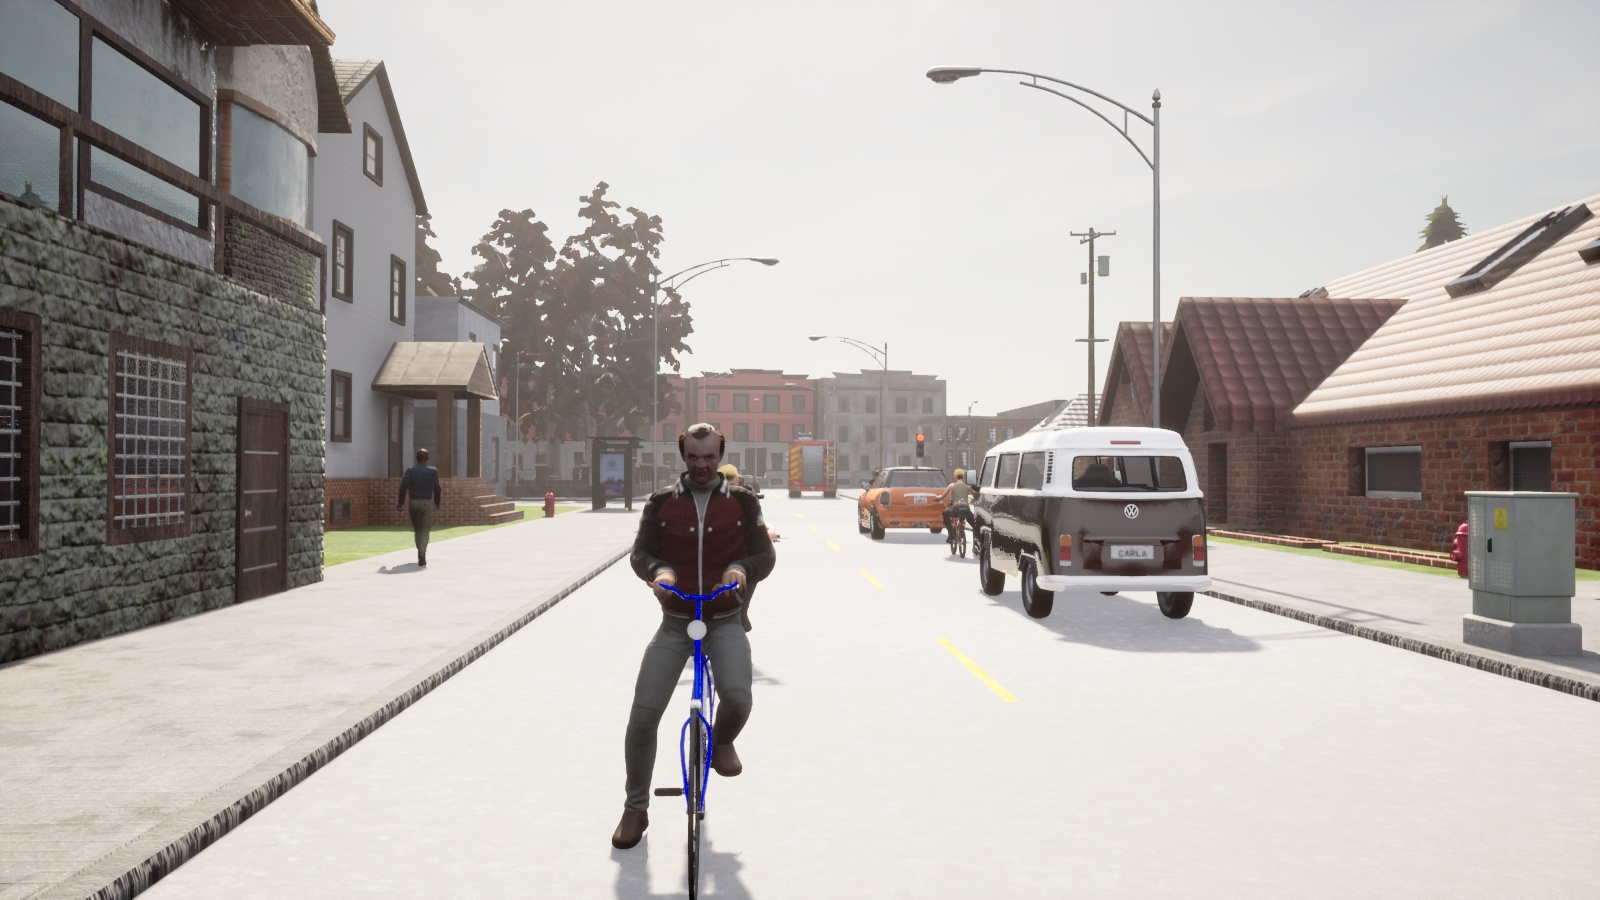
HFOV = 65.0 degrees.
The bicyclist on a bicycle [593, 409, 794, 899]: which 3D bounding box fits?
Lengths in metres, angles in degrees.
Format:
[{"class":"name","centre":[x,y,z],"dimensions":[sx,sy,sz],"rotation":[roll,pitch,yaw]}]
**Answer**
[{"class":"bicyclist on a bicycle","centre":[-0.398,0.772,5.058],"dimensions":[0.659,1.776,1.843],"rotation":[0,-1,-3]}]

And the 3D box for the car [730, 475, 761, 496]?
[{"class":"car","centre":[-3.554,2.286,80.992],"dimensions":[1.895,1.301,4.718],"rotation":[0,-1,-4]}]

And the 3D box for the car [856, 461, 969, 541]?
[{"class":"car","centre":[2.603,1.169,30.248],"dimensions":[2.097,1.767,4.553],"rotation":[0,-1,-3]}]

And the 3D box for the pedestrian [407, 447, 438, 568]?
[{"class":"pedestrian","centre":[-5.821,0.872,19.381],"dimensions":[0.370,1.835,0.726],"rotation":[0,-1,-9]}]

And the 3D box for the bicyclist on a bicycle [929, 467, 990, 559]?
[{"class":"bicyclist on a bicycle","centre":[2.899,1.124,22.953],"dimensions":[0.866,1.612,1.509],"rotation":[0,-1,-2]}]

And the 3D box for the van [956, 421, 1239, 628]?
[{"class":"van","centre":[3.239,0.772,14.712],"dimensions":[2.069,2.038,4.480],"rotation":[0,-1,-2]}]

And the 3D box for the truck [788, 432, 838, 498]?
[{"class":"truck","centre":[0.716,0.935,76.920],"dimensions":[2.891,3.827,8.468],"rotation":[0,-1,0]}]
